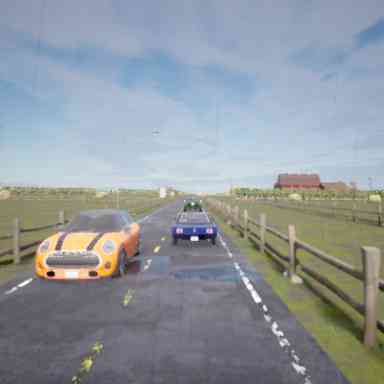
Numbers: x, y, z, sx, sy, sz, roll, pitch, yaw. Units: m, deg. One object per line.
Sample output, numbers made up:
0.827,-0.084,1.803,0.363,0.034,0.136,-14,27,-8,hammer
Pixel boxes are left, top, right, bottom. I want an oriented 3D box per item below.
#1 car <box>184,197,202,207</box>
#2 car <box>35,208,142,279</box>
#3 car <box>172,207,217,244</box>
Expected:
0.106,1.371,38.633,2.097,1.767,4.553,0,0,0,car
-2.848,1.356,10.114,2.097,1.767,4.553,0,0,0,car
0.104,1.607,15.722,1.895,1.301,4.718,0,0,0,car
